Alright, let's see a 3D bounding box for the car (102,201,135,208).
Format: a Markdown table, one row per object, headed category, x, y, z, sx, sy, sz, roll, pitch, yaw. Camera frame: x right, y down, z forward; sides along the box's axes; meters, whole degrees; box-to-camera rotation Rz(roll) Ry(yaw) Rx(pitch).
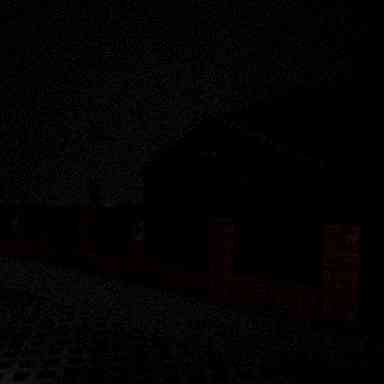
| category | x | y | z | sx | sy | sz | roll | pitch | yaw |
| --- | --- | --- | --- | --- | --- | --- | --- | --- | --- |
| car | -6.624 | 1.618 | 28.257 | 2.097 | 1.767 | 4.553 | -1 | -1 | 35 |
